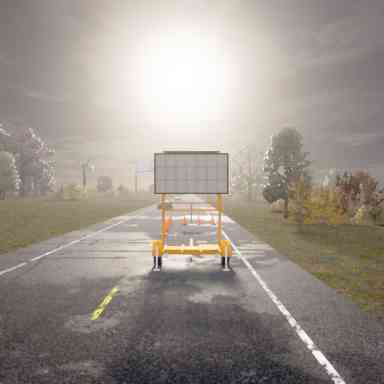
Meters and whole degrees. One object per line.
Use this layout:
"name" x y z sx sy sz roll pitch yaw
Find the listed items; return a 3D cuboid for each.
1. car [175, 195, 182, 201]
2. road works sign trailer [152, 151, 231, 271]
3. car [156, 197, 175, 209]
"car" -3.629 1.615 86.799 2.033 1.411 5.357 0 0 0
"road works sign trailer" -0.016 0.465 10.902 2.380 3.560 2.880 0 0 0
"car" -3.666 1.548 45.146 1.812 1.442 4.674 0 0 0
